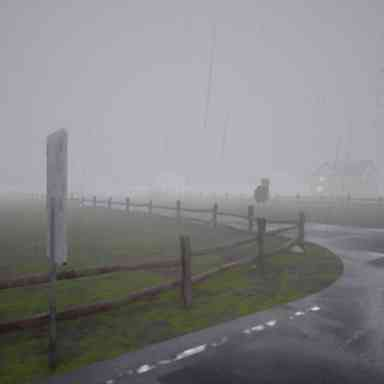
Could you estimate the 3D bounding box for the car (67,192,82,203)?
[{"bbox_3d":[-17.537,0.739,48.516,2.097,1.767,4.553,0,1,-36],"label":"car"}]
